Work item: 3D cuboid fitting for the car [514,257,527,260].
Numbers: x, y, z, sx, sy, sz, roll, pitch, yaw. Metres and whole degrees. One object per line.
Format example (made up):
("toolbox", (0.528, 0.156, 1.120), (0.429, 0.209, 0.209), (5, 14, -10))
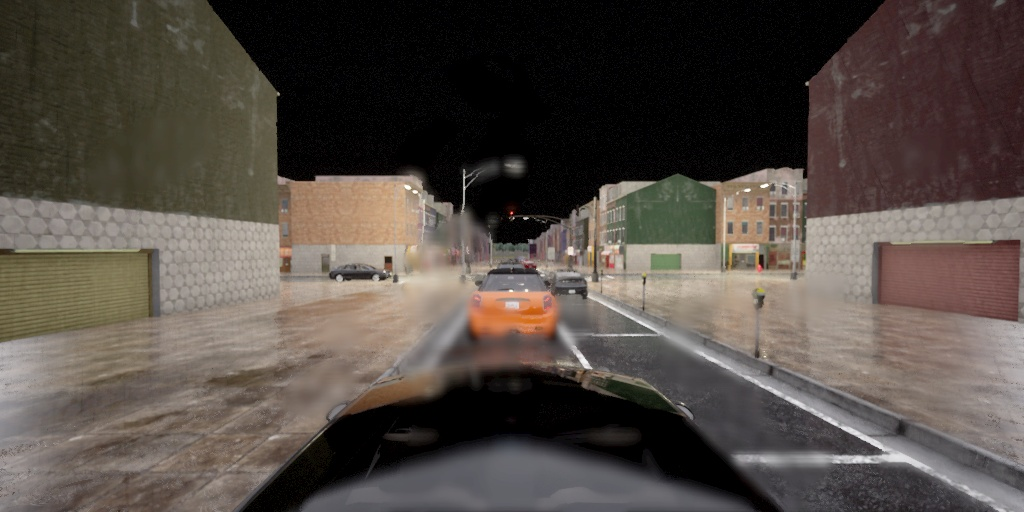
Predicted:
("car", (-0.064, 1.094, 19.864), (2.097, 1.767, 4.553), (0, 0, 0))

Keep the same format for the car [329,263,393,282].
("car", (-12.336, 1.358, 29.420), (4.892, 1.490, 1.837), (0, 1, -2))

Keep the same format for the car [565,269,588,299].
("car", (2.581, 1.293, 17.546), (2.007, 1.370, 4.403), (0, 0, 0))

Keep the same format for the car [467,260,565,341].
("car", (0.036, 1.098, 9.973), (2.097, 1.767, 4.553), (0, 0, 0))
